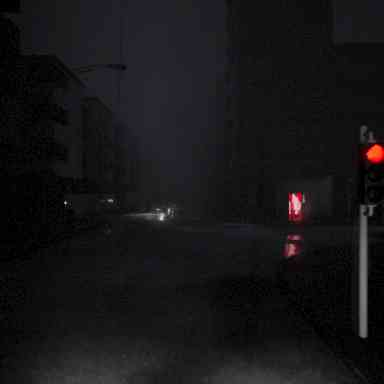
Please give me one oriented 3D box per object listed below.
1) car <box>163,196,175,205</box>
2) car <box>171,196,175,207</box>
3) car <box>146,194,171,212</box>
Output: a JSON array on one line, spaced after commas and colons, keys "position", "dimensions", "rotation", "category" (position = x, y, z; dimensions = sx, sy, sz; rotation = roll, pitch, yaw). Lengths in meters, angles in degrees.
[{"position": [-4.052, 1.492, 59.626], "dimensions": [1.837, 1.490, 4.892], "rotation": [0, 1, 0], "category": "car"}, {"position": [-4.075, 1.469, 49.779], "dimensions": [1.882, 1.535, 5.008], "rotation": [0, 0, 0], "category": "car"}, {"position": [-4.093, 1.214, 39.486], "dimensions": [2.150, 2.045, 5.566], "rotation": [0, 0, 0], "category": "car"}]
